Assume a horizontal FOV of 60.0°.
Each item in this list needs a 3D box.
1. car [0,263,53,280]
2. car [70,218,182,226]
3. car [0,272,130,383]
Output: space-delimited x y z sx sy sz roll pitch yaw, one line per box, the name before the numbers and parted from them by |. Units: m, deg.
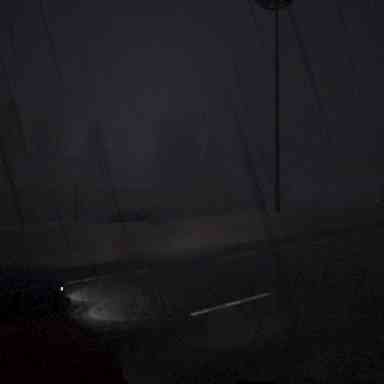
car | -4.669 1.557 4.715 5.357 1.411 2.033 -1 0 -35
car | -2.901 1.499 14.844 5.357 1.411 2.033 -1 0 -36
car | -2.665 1.610 1.846 4.718 1.301 1.895 -1 0 -35
